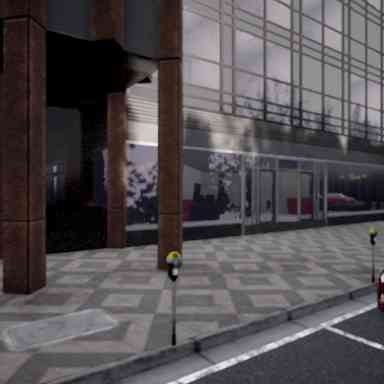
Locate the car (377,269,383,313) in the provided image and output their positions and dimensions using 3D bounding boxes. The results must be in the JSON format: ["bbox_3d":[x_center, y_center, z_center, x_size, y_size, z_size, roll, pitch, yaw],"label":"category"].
[{"bbox_3d":[5.248,1.455,6.245,4.097,1.590,1.967,0,0,-35],"label":"car"}]
